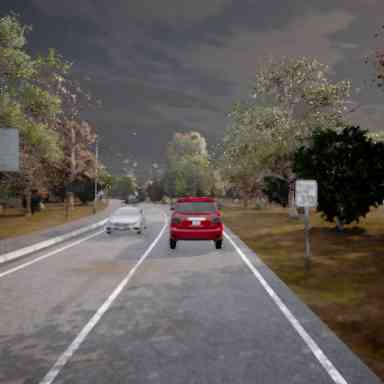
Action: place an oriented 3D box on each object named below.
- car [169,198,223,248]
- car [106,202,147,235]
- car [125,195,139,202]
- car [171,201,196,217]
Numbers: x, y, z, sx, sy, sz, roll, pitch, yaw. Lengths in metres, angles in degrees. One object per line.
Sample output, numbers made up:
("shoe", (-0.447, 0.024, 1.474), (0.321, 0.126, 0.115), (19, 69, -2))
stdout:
("car", (0.145, 1.259, 15.130), (2.150, 2.045, 5.566), (0, 0, 0))
("car", (-3.661, 1.564, 19.303), (1.812, 1.442, 4.674), (0, 0, -1))
("car", (-11.103, 1.363, 61.290), (2.097, 1.767, 4.553), (2, 0, -19))
("car", (-0.923, 1.643, 33.701), (2.033, 1.411, 5.357), (1, 0, -7))
